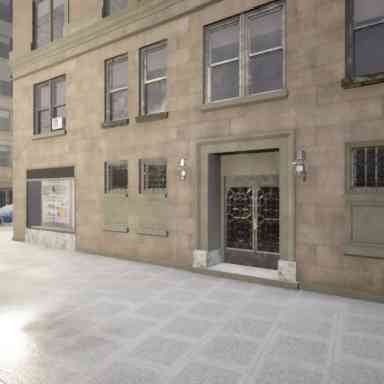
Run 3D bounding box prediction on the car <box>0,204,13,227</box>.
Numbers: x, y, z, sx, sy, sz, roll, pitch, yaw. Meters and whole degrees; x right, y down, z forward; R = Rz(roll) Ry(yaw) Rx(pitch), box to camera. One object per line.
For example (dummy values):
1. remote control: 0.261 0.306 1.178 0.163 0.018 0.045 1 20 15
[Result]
1. car: -11.889 1.508 23.033 2.033 1.411 5.357 0 0 39
